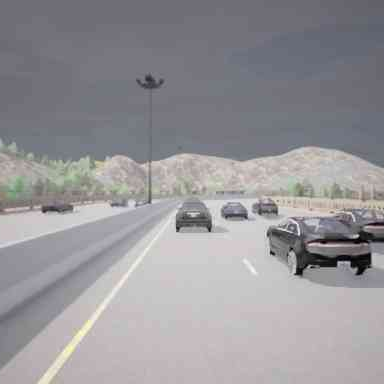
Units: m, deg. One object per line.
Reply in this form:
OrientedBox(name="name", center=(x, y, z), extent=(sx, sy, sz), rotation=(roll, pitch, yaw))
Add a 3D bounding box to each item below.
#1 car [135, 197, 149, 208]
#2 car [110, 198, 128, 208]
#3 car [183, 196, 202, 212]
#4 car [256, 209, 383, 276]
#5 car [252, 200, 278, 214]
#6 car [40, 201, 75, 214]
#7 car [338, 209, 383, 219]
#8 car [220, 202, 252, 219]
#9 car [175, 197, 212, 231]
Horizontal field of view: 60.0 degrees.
OrientedBox(name="car", center=(-7.067, 1.494, 48.402), extent=(2.128, 1.511, 4.902), rotation=(0, 0, 1))
OrientedBox(name="car", center=(-10.566, 1.566, 48.330), extent=(1.994, 1.385, 4.181), rotation=(0, 0, 1))
OrientedBox(name="car", center=(0.092, 1.353, 38.759), extent=(2.097, 1.767, 4.553), rotation=(0, 0, 0))
OrientedBox(name="car", center=(3.598, 1.492, 10.310), extent=(2.128, 1.511, 4.902), rotation=(0, 0, 0))
OrientedBox(name="car", center=(7.093, 1.493, 32.685), extent=(2.128, 1.511, 4.902), rotation=(0, 0, 0))
OrientedBox(name="car", center=(-14.100, 1.601, 35.057), extent=(1.895, 1.301, 4.718), rotation=(0, 0, 0))
OrientedBox(name="car", center=(7.097, 1.492, 14.434), extent=(2.128, 1.511, 4.902), rotation=(0, 0, 0))
OrientedBox(name="car", center=(3.594, 1.565, 28.831), extent=(1.994, 1.385, 4.181), rotation=(0, 0, 0))
OrientedBox(name="car", center=(0.094, 1.353, 20.786), extent=(2.097, 1.767, 4.553), rotation=(0, 0, 0))
